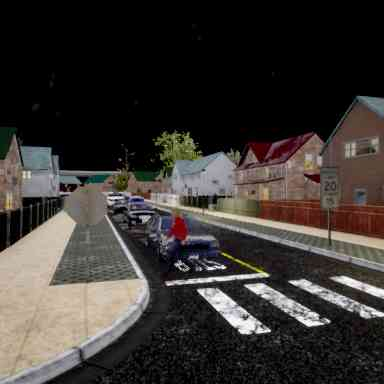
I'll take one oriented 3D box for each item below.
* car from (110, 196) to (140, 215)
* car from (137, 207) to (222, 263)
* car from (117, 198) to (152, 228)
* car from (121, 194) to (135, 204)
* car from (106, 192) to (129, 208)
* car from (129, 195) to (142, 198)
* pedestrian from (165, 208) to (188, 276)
[{"bbox_3d":[-6.337,1.409,31.248,1.994,1.385,4.181,0,0,-17],"label":"car"},{"bbox_3d":[-0.616,1.493,12.239,2.033,1.411,5.357,0,0,-15],"label":"car"},{"bbox_3d":[-3.415,1.389,21.619,2.128,1.511,4.902,0,0,-17],"label":"car"},{"bbox_3d":[-10.921,1.174,56.513,1.882,1.535,5.008,0,0,-17],"label":"car"},{"bbox_3d":[-9.859,1.002,43.068,2.150,2.045,5.566,0,0,-16],"label":"car"},{"bbox_3d":[-7.931,1.232,46.682,1.882,1.535,5.008,0,0,-17],"label":"car"},{"bbox_3d":[-0.398,1.258,8.688,0.375,1.860,0.375,0,0,-17],"label":"pedestrian"}]
